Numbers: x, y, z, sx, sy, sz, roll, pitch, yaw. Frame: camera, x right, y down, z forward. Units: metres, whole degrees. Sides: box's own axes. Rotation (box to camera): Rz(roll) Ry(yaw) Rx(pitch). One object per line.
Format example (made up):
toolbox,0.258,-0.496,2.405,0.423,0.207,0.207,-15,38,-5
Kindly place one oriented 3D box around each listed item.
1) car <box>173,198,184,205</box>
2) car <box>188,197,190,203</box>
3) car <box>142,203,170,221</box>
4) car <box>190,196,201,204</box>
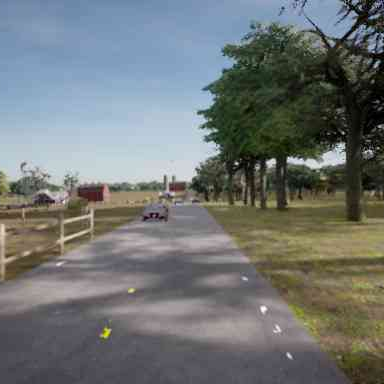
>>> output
car,-2.750,1.938,69.117,1.812,1.442,4.674,0,-1,0
car,0.001,2.276,94.507,1.812,1.442,4.674,0,-1,0
car,-2.846,1.601,26.998,1.994,1.385,4.181,0,0,0
car,0.963,2.045,75.885,1.837,1.490,4.892,0,-1,0
